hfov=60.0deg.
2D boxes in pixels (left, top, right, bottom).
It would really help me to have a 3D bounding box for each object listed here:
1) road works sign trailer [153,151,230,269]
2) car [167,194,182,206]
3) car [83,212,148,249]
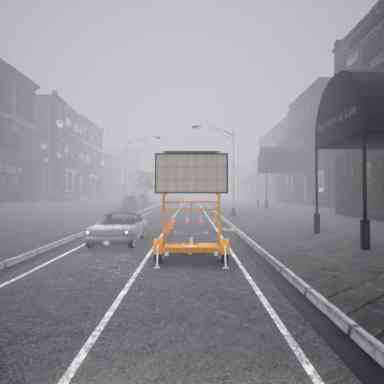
[{"bbox_3d":[-0.019,0.443,11.097,2.380,3.560,2.880,0,0,0],"label":"road works sign trailer"},{"bbox_3d":[-3.255,1.486,56.435,2.128,1.511,4.902,0,0,0],"label":"car"},{"bbox_3d":[-3.143,1.569,14.424,1.895,1.301,4.718,0,0,0],"label":"car"}]
